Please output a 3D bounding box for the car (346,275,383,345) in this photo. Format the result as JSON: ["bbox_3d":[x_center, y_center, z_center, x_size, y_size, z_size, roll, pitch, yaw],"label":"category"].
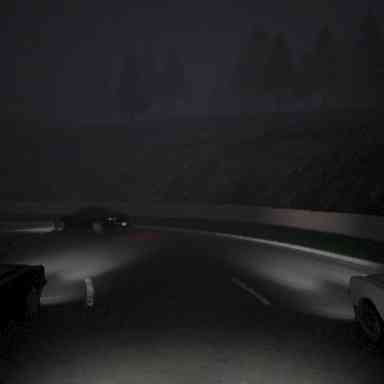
[{"bbox_3d":[3.545,1.597,3.446,1.895,1.301,4.718,0,0,-1],"label":"car"}]

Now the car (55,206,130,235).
[{"bbox_3d":[-5.593,1.505,18.629,4.674,1.442,1.812,0,0,29],"label":"car"}]

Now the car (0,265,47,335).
[{"bbox_3d":[-3.577,1.596,4.203,1.895,1.301,4.718,0,0,-3],"label":"car"}]
